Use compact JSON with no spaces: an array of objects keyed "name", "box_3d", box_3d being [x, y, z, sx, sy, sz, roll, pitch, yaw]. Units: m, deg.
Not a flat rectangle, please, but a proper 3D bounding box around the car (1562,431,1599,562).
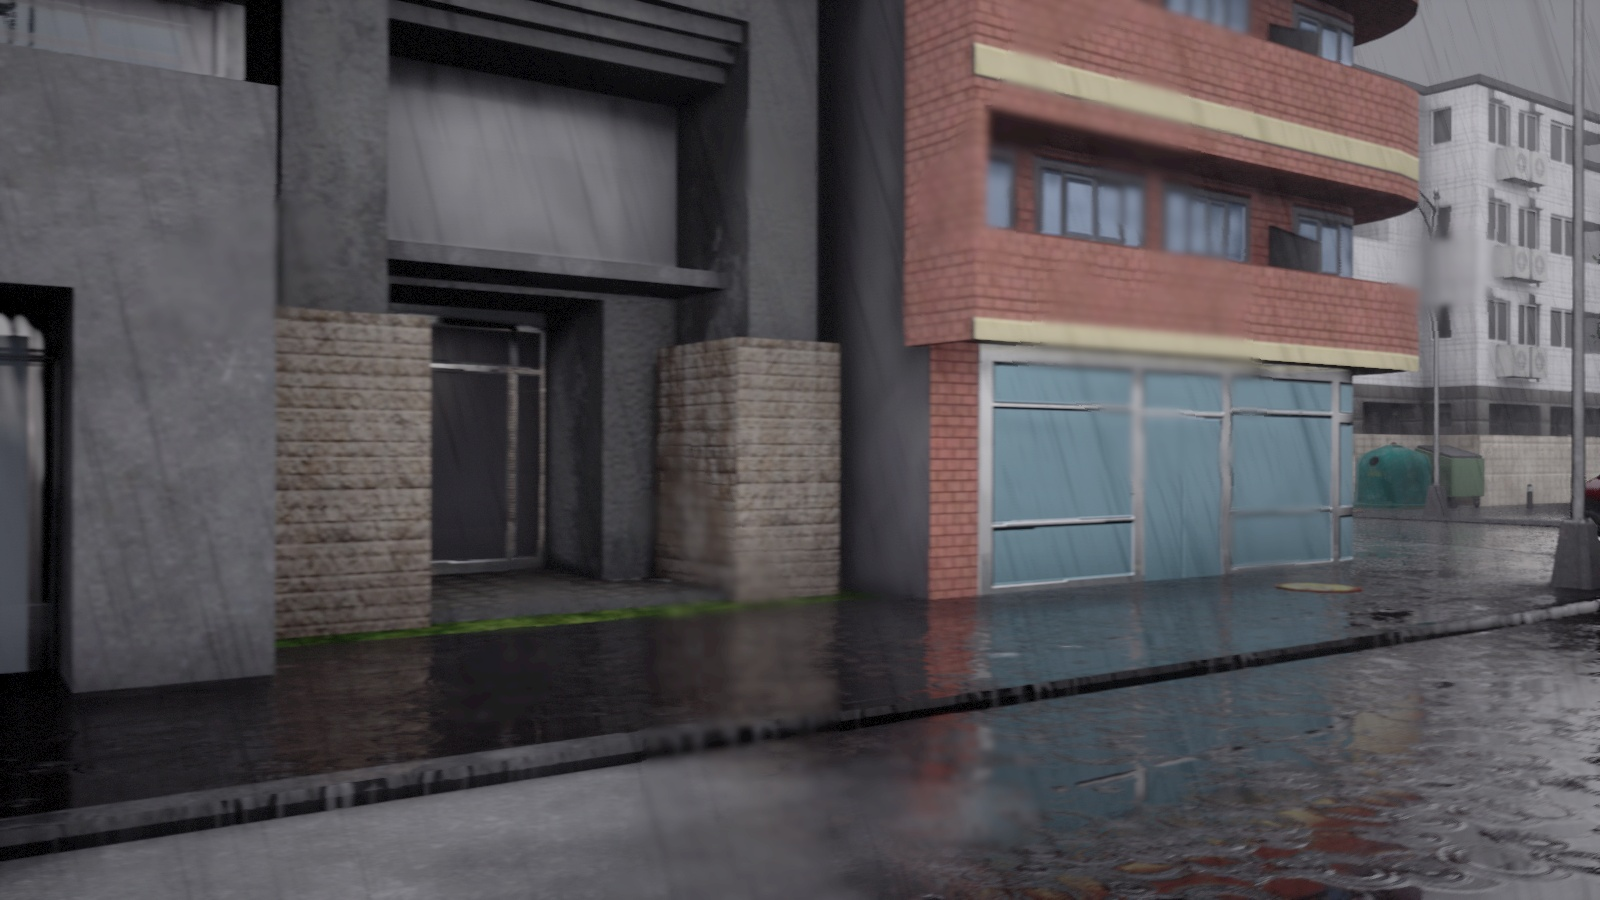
[{"name":"car","box_3d":[11.758,0.618,15.512,2.097,1.767,4.553,0,0,3]}]
